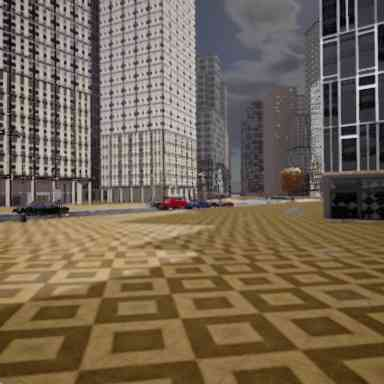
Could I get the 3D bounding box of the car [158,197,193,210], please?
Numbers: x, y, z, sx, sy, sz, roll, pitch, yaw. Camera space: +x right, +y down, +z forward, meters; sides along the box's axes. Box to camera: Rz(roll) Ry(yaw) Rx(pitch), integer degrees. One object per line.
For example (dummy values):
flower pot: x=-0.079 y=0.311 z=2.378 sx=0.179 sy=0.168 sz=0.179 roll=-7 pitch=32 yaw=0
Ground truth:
car: x=-2.663 y=1.809 z=55.056 sx=2.150 sy=2.045 sz=5.566 roll=-1 pitch=-1 yaw=34

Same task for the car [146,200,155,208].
car: x=-6.468 y=2.188 z=61.244 sx=2.128 sy=1.511 sz=4.902 roll=-1 pitch=-1 yaw=33

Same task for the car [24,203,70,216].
car: x=-17.169 y=2.098 z=39.685 sx=1.895 sy=1.301 sz=4.718 roll=-1 pitch=-1 yaw=35

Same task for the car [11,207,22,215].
car: x=-19.631 y=2.089 z=41.842 sx=2.033 sy=1.411 sz=5.357 roll=-1 pitch=-1 yaw=35

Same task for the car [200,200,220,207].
car: x=3.600 y=2.266 z=65.020 sx=1.895 sy=1.301 sz=4.718 roll=-1 pitch=-1 yaw=31

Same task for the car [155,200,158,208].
car: x=-3.861 y=2.159 z=59.294 sx=1.837 sy=1.490 sz=4.892 roll=-1 pitch=-1 yaw=33

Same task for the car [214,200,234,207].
car: x=6.373 y=2.223 z=63.326 sx=1.895 sy=1.301 sz=4.718 roll=-1 pitch=-1 yaw=31

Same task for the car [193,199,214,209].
car: x=1.261 y=1.914 z=55.123 sx=2.097 sy=1.767 sz=4.553 roll=-1 pitch=-1 yaw=33
